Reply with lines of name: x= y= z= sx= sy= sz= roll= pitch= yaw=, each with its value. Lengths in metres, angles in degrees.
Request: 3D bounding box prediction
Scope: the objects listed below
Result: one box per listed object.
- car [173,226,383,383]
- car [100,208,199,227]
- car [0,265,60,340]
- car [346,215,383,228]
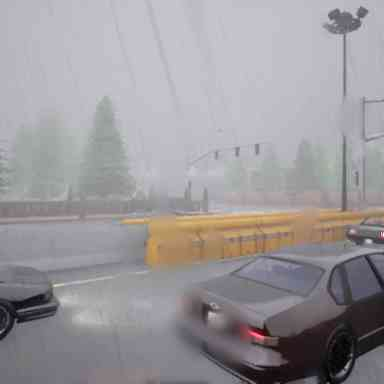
car: x=2.327 y=1.554 z=5.385 sx=5.357 sy=1.411 sz=2.033 roll=0 pitch=0 yaw=-35
car: x=-1.838 y=1.502 z=15.527 sx=4.902 sy=1.511 sz=2.128 roll=0 pitch=0 yaw=-35
car: x=-4.812 y=1.543 z=4.610 sx=5.357 sy=1.411 sz=2.033 roll=0 pitch=0 yaw=-35
car: x=8.641 y=1.622 z=14.125 sx=4.718 sy=1.301 sz=1.895 roll=0 pitch=0 yaw=-35
